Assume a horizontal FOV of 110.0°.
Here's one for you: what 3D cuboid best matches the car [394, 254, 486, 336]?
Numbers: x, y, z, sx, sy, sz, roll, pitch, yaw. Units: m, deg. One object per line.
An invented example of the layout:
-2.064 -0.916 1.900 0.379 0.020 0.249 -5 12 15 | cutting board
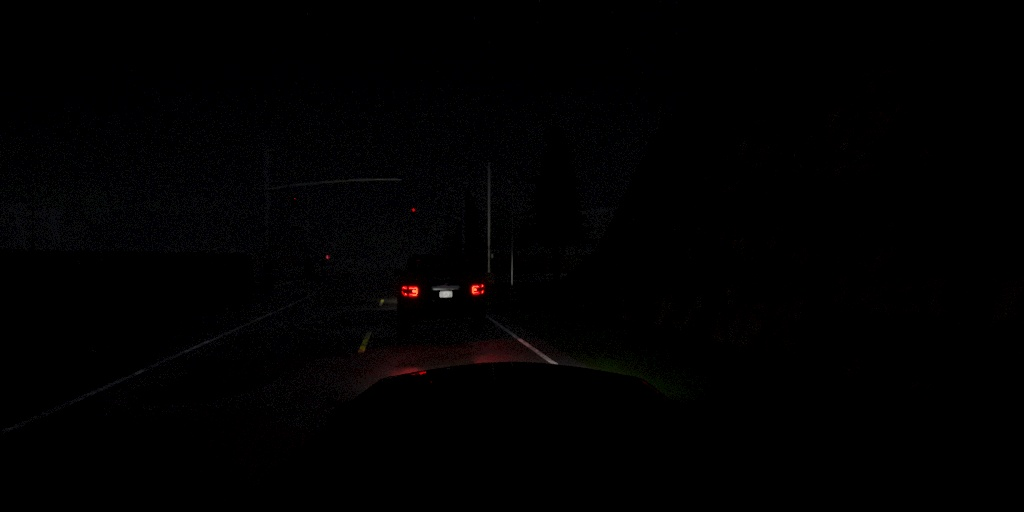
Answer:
-2.278 0.970 10.763 2.150 2.045 5.566 0 0 -17 | car
